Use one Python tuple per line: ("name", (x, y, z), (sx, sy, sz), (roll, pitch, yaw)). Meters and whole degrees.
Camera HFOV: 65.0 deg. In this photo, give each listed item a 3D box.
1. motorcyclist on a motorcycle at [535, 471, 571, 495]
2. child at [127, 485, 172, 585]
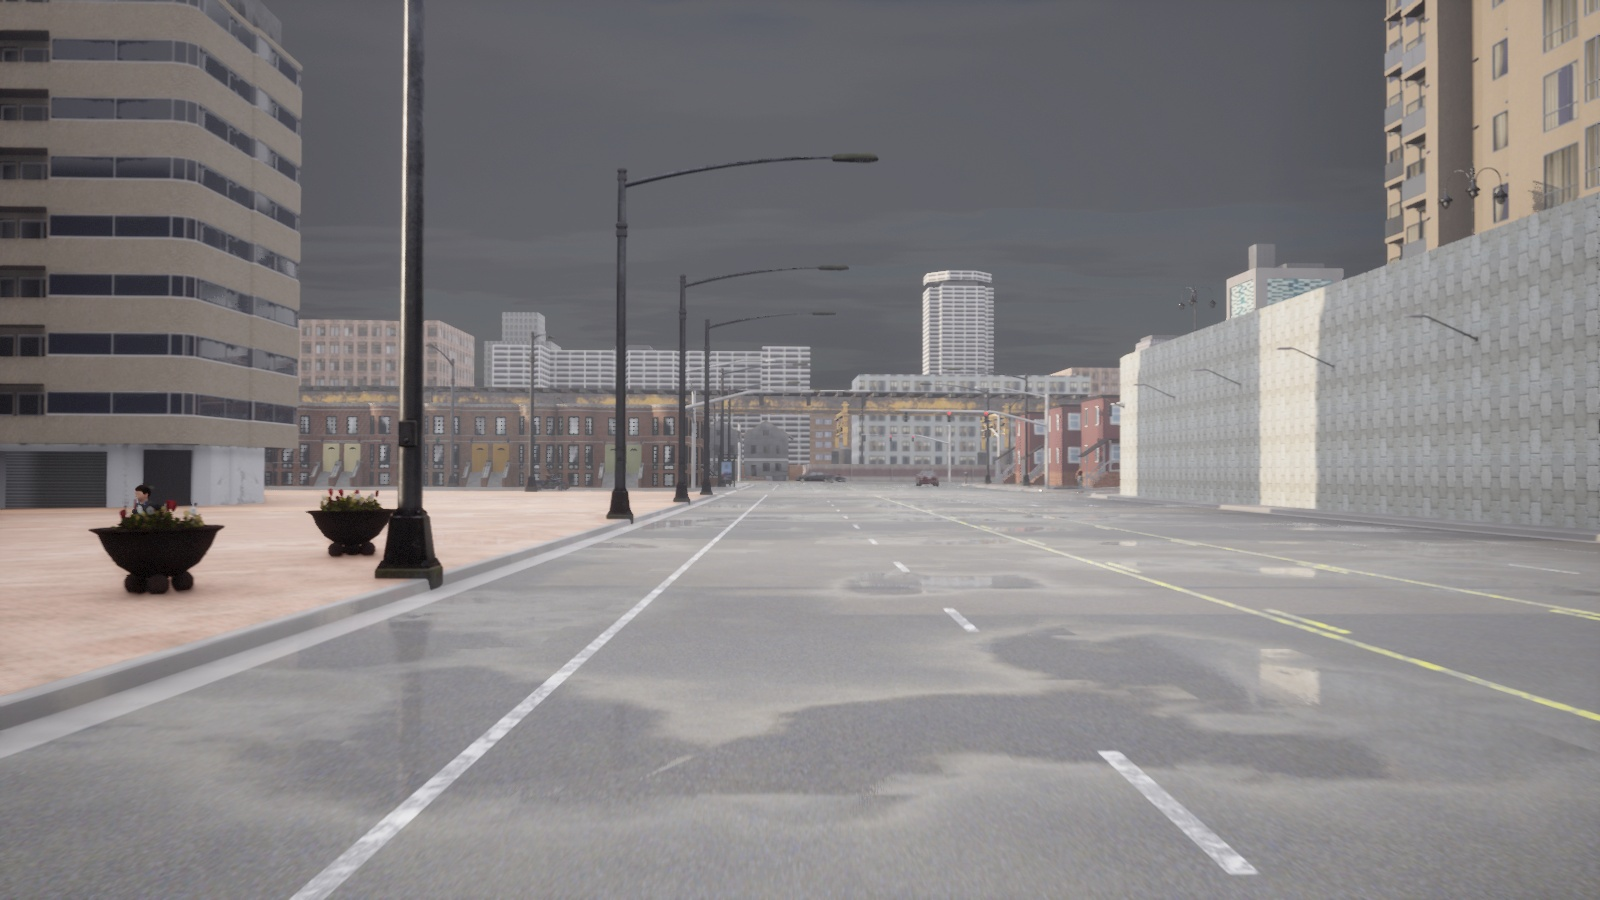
("motorcyclist on a motorcycle", (-17.545, 2.331, 89.206), (2.350, 1.649, 0.766), (0, -1, 0))
("child", (-8.366, 1.079, 16.148), (0.270, 1.263, 0.437), (-1, -1, 41))
